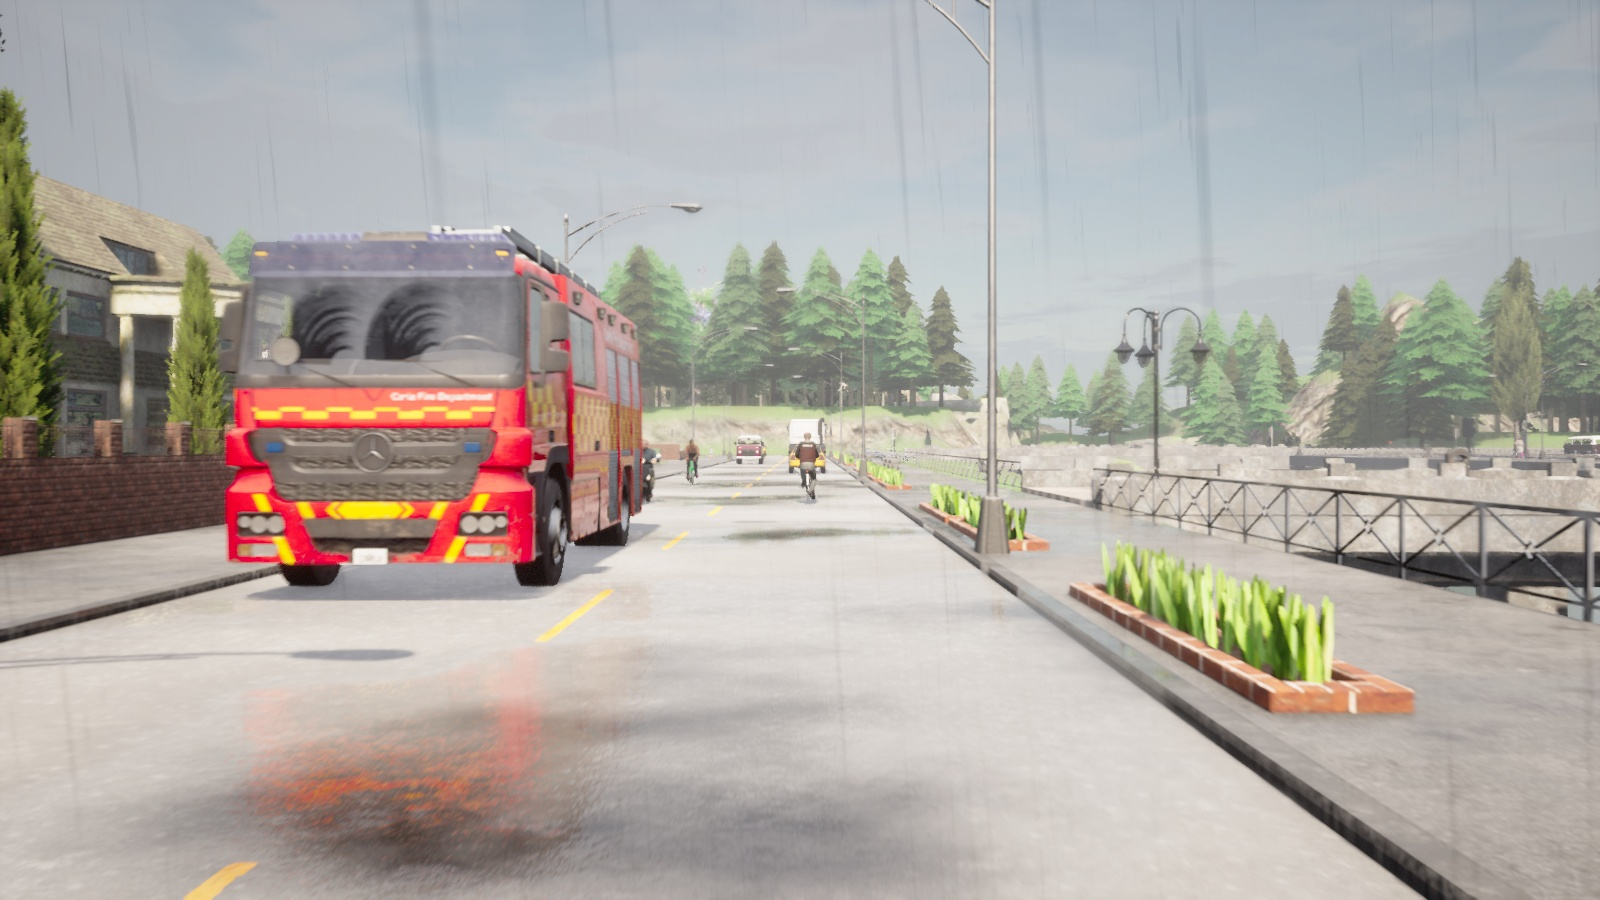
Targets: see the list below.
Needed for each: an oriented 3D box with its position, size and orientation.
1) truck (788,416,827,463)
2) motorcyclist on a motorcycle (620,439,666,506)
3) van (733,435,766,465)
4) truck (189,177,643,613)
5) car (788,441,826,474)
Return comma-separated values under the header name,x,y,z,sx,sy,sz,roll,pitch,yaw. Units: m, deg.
name,x,y,z,sx,sy,sz,roll,pitch,yaw
truck,0.551,-0.779,96.564,2.891,3.462,7.936,0,0,0
motorcyclist on a motorcycle,-3.812,0.524,30.622,0.866,1.590,1.817,0,0,0
van,-3.500,-0.026,87.516,2.069,2.038,4.480,0,0,0
truck,-3.901,-0.507,15.279,2.891,3.827,8.468,0,0,0
car,0.364,0.332,62.846,1.801,1.575,5.366,0,0,0
